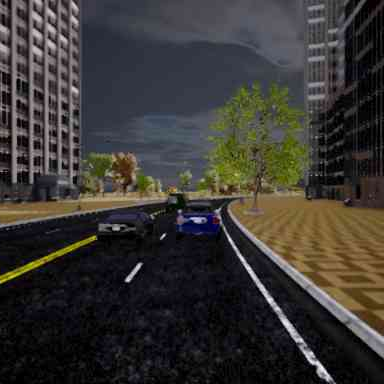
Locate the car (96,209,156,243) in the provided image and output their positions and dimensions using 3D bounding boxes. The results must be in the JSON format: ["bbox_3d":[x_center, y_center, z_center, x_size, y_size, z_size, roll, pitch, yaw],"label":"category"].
[{"bbox_3d":[-2.969,1.522,15.897,2.033,1.411,5.357,0,0,2],"label":"car"}]

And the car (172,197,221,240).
[{"bbox_3d":[0.339,1.322,17.011,2.097,1.767,4.553,0,0,2],"label":"car"}]

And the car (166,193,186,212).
[{"bbox_3d":[-1.601,1.164,38.235,2.150,2.045,5.566,0,0,5],"label":"car"}]

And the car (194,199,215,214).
[{"bbox_3d":[1.505,1.490,36.516,2.033,1.411,5.357,0,0,5],"label":"car"}]
